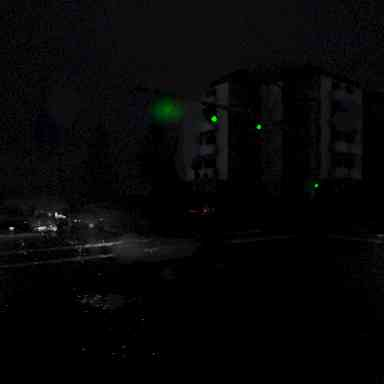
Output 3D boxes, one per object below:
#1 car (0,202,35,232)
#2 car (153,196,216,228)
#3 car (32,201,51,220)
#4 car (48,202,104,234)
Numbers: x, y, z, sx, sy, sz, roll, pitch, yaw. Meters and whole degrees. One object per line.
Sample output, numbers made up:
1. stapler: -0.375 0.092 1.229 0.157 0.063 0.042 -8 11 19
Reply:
1. car: -11.189 1.562 20.051 2.033 1.411 5.357 1 0 -35
2. car: -0.642 1.323 23.431 2.150 2.045 5.566 1 0 -35
3. car: -12.600 1.534 28.283 2.128 1.511 4.902 1 0 -34
4. car: -6.762 1.535 19.799 2.128 1.511 4.902 1 0 -35
